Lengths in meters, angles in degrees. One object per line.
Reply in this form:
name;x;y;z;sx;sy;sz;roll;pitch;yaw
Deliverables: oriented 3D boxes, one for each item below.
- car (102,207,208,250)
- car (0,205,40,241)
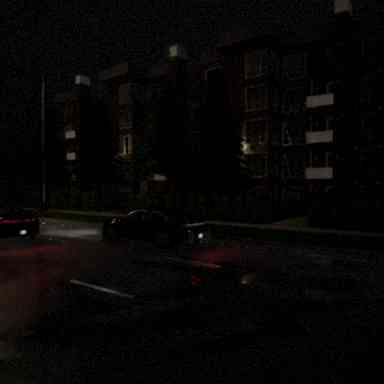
car;-1.652;1.371;13.691;4.902;1.511;2.128;1;1;36
car;-8.498;1.309;14.282;4.902;1.511;2.128;1;1;35
